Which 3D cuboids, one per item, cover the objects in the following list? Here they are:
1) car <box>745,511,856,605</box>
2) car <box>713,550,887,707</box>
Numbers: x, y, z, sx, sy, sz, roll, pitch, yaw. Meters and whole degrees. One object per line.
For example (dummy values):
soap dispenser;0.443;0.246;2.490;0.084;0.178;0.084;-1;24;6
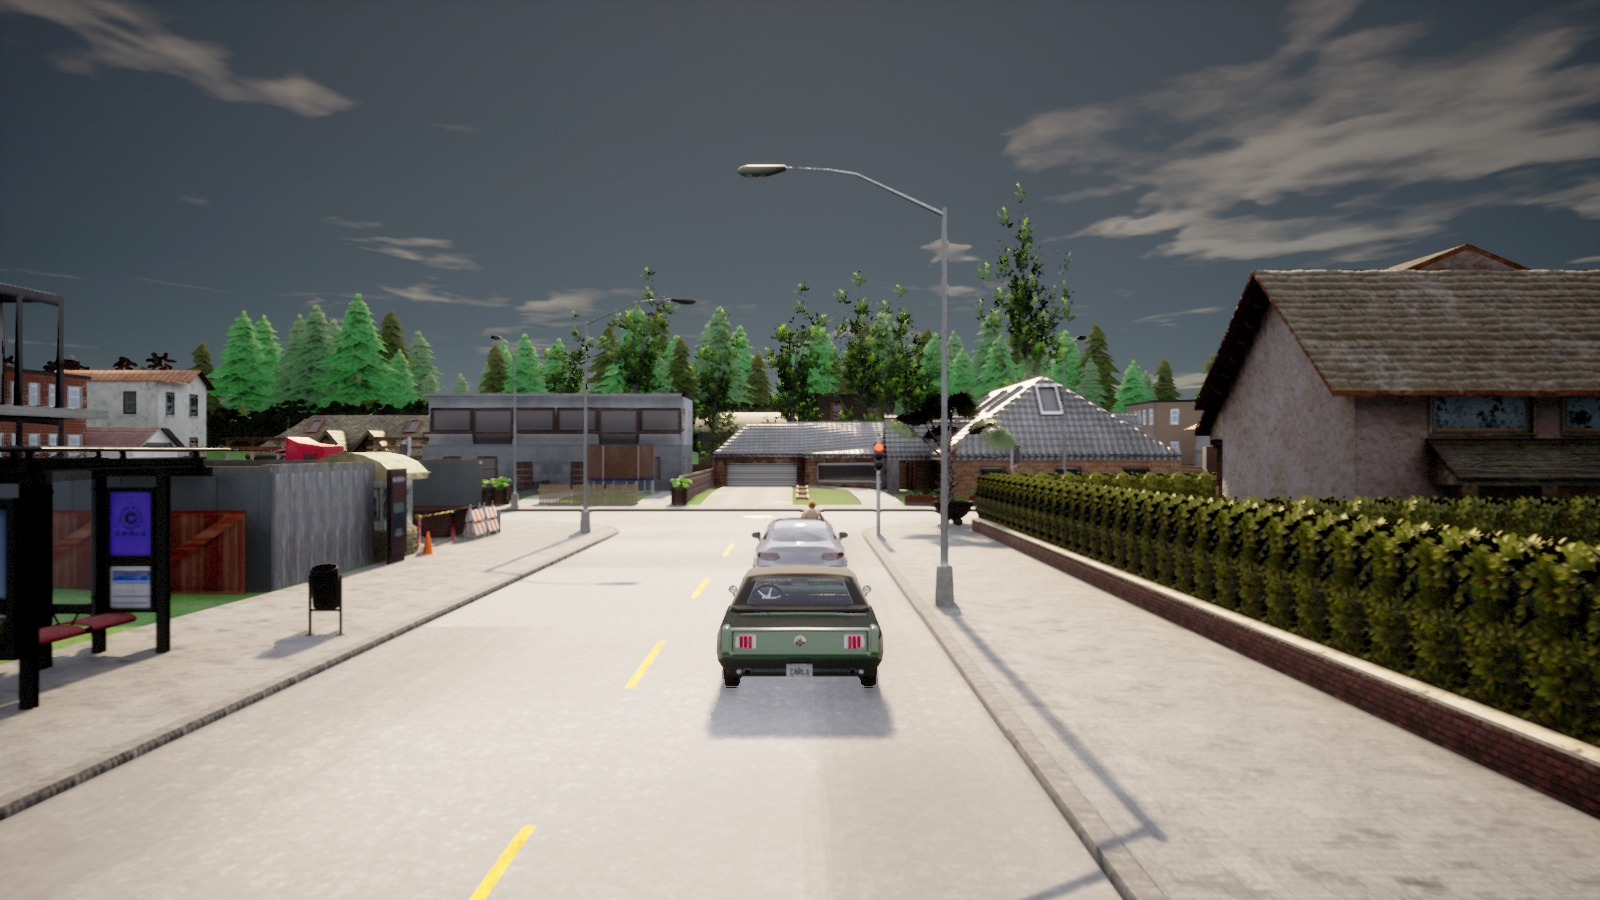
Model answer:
car;-0.002;2.083;23.072;2.002;1.442;4.674;0;0;0
car;0.000;2.156;14.842;1.895;1.301;4.718;0;0;0
